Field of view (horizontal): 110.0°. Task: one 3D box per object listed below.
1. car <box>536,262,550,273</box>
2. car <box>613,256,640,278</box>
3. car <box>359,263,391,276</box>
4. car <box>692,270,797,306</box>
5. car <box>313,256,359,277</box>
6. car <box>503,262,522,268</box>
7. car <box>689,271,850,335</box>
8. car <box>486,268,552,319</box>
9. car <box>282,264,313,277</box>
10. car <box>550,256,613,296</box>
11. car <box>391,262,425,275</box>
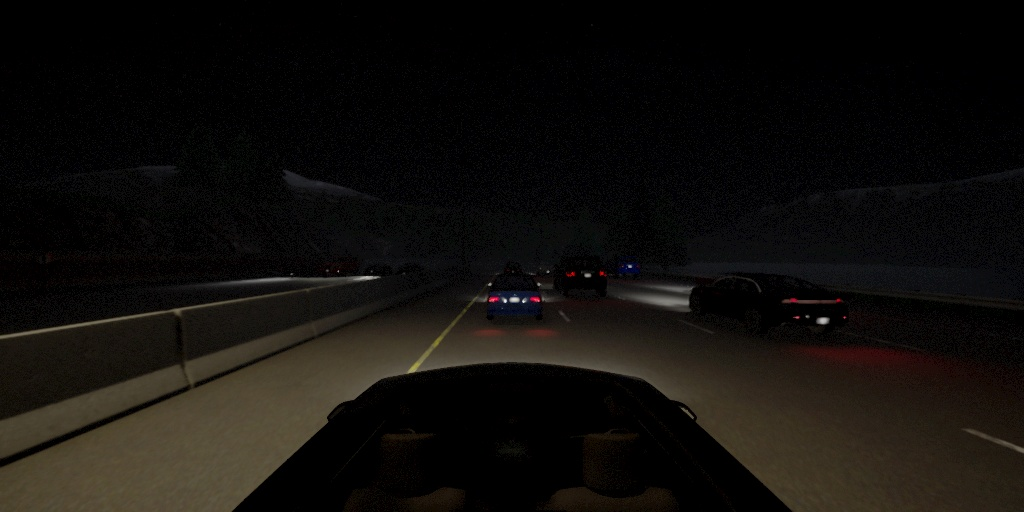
[{"bbox_3d":[3.556,1.350,37.983,1.812,1.442,4.674,0,0,-1],"label":"car"},{"bbox_3d":[10.593,1.041,34.849,2.150,2.045,5.566,0,0,0],"label":"car"},{"bbox_3d":[-14.195,1.389,38.172,1.994,1.385,4.181,0,0,-1],"label":"car"},{"bbox_3d":[10.594,1.382,16.868,1.895,1.301,4.718,0,0,0],"label":"car"},{"bbox_3d":[-17.644,1.043,36.957,2.150,2.045,5.566,0,0,-1],"label":"car"},{"bbox_3d":[0.051,1.350,38.086,1.812,1.442,4.674,0,0,-1],"label":"car"},{"bbox_3d":[7.071,1.261,10.563,2.128,1.511,4.902,0,0,0],"label":"car"},{"bbox_3d":[0.085,1.321,12.918,2.033,1.411,5.357,0,0,0],"label":"car"},{"bbox_3d":[-21.138,1.422,36.557,1.895,1.301,4.718,0,0,-1],"label":"car"},{"bbox_3d":[3.599,1.010,19.706,2.150,2.045,5.566,0,0,0],"label":"car"},{"bbox_3d":[-10.655,1.372,37.991,2.033,1.411,5.357,0,0,-1],"label":"car"}]
